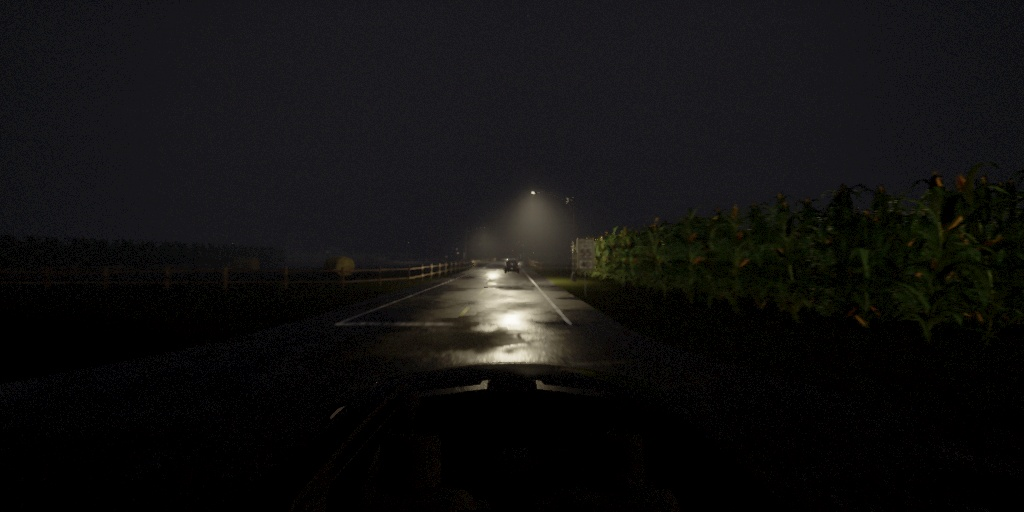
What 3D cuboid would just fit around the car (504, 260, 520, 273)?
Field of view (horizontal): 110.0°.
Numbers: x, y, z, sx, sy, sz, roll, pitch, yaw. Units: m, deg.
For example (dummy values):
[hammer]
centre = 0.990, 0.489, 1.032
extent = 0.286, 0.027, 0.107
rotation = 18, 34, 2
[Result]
[car]
centre = -0.012, 1.504, 46.384
extent = 1.994, 1.385, 4.181
rotation = 0, 0, 0
